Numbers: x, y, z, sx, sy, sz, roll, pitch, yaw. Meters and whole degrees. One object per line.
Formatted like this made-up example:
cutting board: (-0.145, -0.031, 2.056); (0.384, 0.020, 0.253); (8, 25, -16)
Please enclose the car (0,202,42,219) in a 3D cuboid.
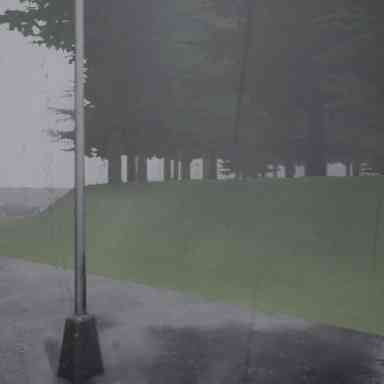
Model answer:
car: (-17.602, 1.771, 33.151); (1.882, 1.535, 5.008); (-1, -1, 37)
